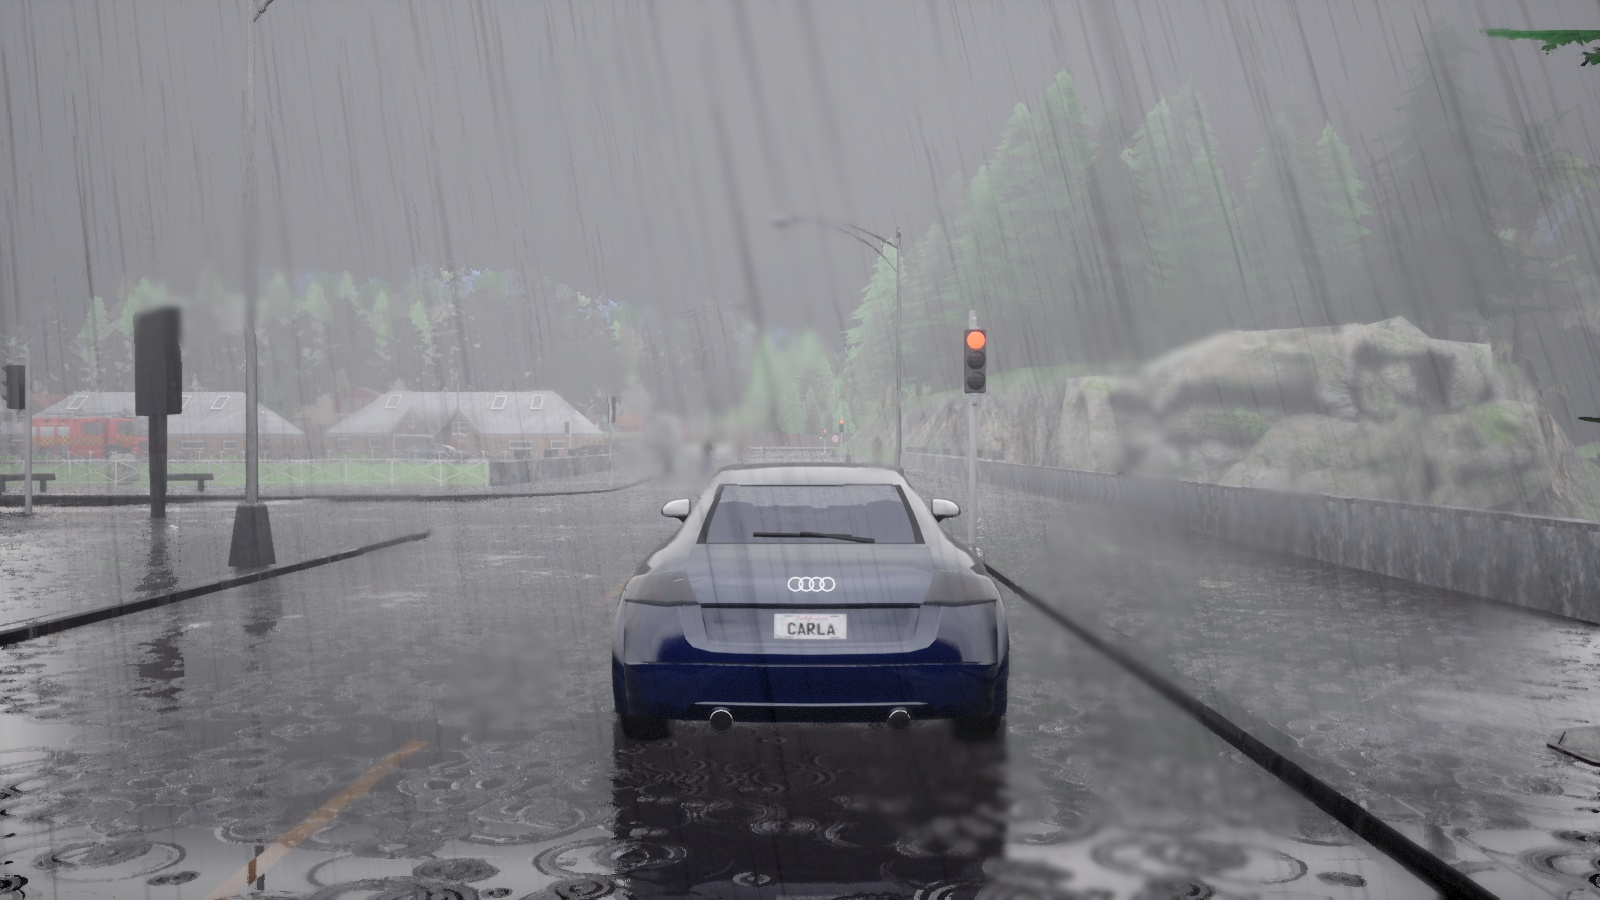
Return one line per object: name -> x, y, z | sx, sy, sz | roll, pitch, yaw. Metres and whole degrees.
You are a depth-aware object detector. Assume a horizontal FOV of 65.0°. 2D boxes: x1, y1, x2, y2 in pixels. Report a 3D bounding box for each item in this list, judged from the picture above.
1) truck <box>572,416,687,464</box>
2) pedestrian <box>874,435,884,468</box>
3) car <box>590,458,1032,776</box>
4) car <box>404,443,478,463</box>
truck -> -12.519, -0.768, 92.490 | 7.936, 3.462, 2.891 | 0, 0, 7
pedestrian -> 4.382, 0.066, 69.764 | 0.540, 1.848, 0.694 | 0, 0, 1
car -> 0.066, 0.767, 7.763 | 1.994, 1.385, 4.181 | 0, 0, 1
car -> -26.594, 0.199, 93.133 | 4.792, 1.488, 2.163 | 0, 0, 0
